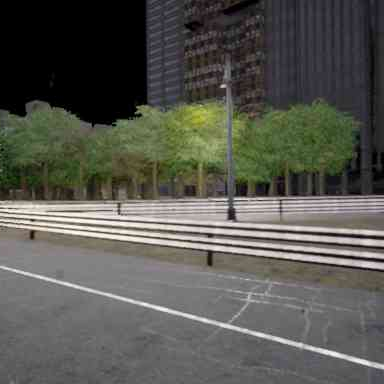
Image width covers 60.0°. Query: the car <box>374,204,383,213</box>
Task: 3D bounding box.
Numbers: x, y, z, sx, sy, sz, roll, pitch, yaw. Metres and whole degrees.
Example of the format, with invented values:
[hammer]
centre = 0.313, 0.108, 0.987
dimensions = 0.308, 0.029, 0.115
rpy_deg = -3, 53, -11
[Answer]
[car]
centre = 16.936, 0.799, 26.399
dimensions = 4.553, 1.767, 2.097
rpy_deg = -1, 0, -4
